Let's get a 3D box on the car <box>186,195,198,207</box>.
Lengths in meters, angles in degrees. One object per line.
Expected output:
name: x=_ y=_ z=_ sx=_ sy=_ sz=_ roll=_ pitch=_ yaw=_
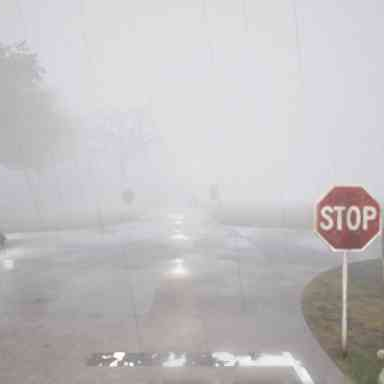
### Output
car: x=0.026 y=1.573 z=53.042 sx=2.033 sy=1.411 sz=5.357 roll=0 pitch=0 yaw=0

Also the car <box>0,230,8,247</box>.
car: x=-9.398 y=1.671 z=12.796 sx=4.181 sy=1.385 sz=1.994 roll=-1 pitch=1 yaw=11

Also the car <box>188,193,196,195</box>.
car: x=-0.013 y=1.320 z=71.266 sx=2.150 sy=2.045 sz=5.566 roll=0 pitch=0 yaw=0
